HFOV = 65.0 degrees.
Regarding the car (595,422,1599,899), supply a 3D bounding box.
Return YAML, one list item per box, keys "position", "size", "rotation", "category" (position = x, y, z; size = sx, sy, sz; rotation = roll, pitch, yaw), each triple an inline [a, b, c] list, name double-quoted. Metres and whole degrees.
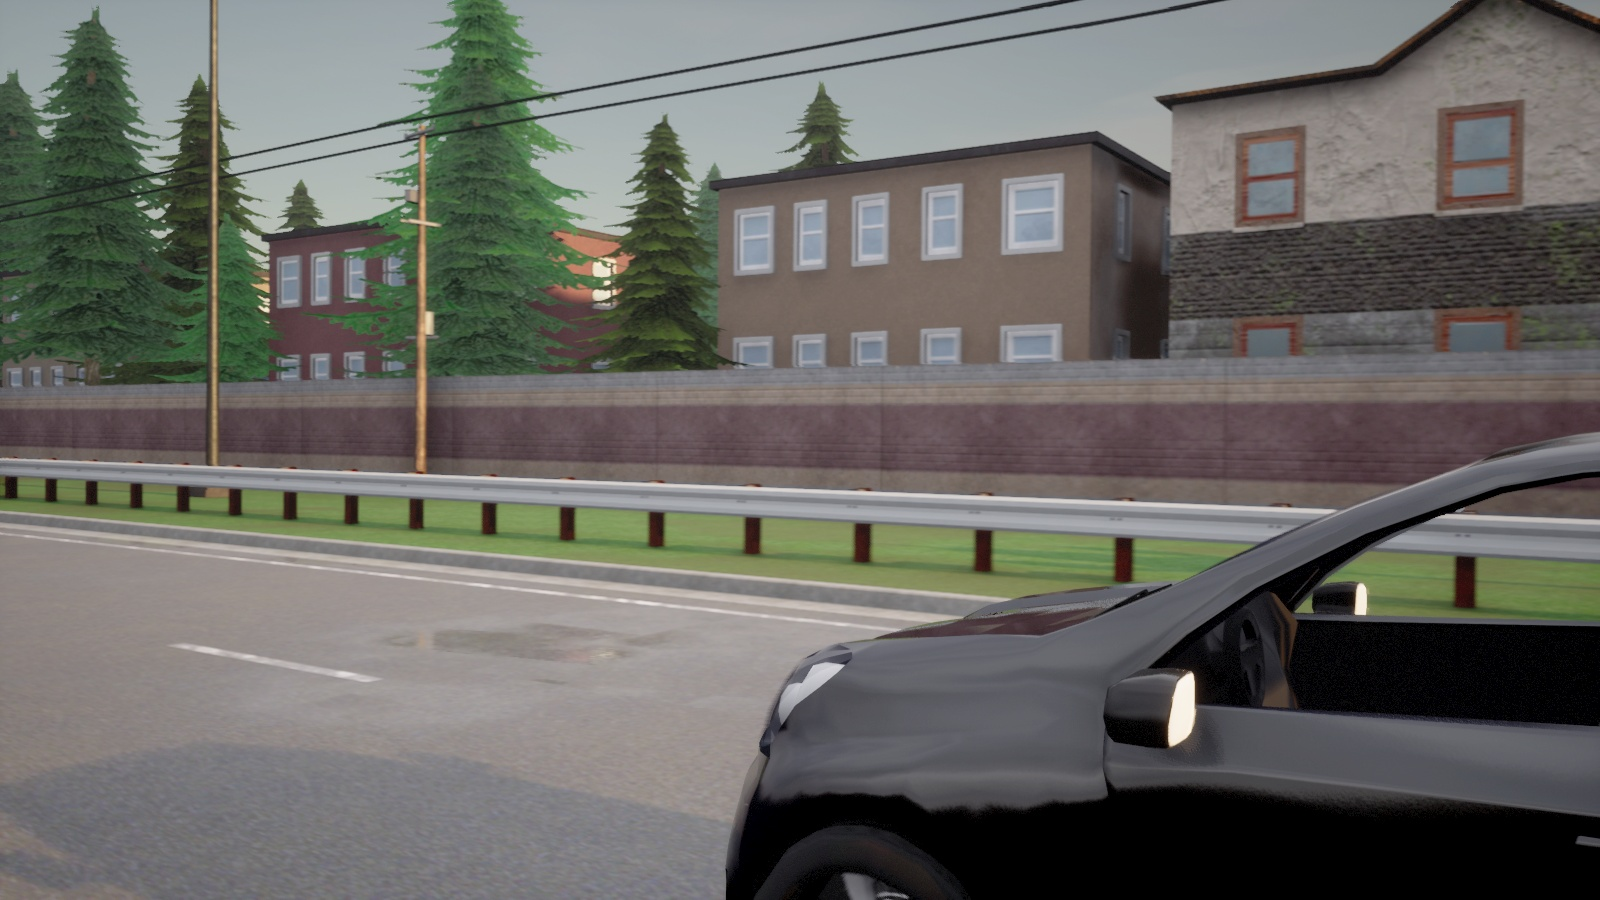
- position: [1.573, 0.696, 2.579]
  size: [3.633, 1.501, 1.845]
  rotation: [0, 1, 34]
  category: "car"
